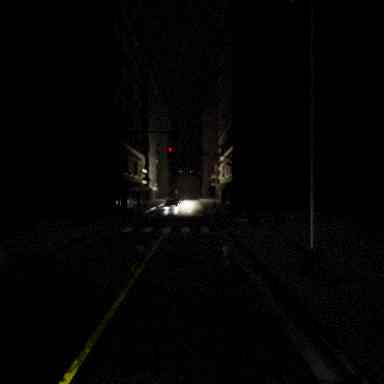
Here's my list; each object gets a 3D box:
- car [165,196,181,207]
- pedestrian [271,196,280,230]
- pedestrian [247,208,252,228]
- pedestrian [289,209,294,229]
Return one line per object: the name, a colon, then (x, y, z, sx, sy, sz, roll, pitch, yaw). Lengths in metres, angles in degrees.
car: (-3.077, 1.584, 50.911, 1.895, 1.301, 4.718, 0, 0, 0)
pedestrian: (4.612, 1.127, 18.126, 0.375, 1.860, 0.375, 0, 0, 0)
pedestrian: (3.379, 1.129, 19.326, 0.375, 1.860, 0.375, 0, 0, 0)
pedestrian: (5.632, 1.497, 18.726, 0.500, 1.100, 0.500, 0, 0, 0)
